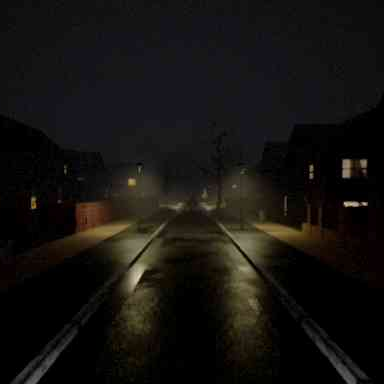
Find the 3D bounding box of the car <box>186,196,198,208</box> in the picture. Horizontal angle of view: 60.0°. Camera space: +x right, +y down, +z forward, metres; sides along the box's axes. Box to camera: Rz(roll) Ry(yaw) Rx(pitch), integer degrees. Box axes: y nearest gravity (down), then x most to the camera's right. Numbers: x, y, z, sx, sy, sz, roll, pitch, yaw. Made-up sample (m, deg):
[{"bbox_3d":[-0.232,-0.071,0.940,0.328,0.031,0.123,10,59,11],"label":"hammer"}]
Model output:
[{"bbox_3d":[0.007,1.809,54.891,1.882,1.535,5.008,0,0,0],"label":"car"}]
